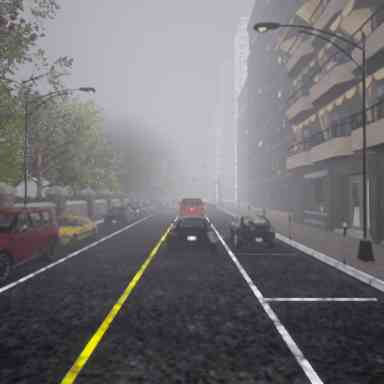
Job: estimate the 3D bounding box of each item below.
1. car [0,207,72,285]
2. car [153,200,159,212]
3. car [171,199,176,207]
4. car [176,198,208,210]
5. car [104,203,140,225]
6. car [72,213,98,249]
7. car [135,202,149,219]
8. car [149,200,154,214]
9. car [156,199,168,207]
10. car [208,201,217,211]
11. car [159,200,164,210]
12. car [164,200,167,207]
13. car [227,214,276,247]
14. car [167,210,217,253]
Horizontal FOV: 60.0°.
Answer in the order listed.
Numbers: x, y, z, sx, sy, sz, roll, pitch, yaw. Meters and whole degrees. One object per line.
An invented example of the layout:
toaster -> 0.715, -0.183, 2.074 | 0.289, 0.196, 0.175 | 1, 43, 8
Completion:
car -> -5.690, 1.410, 9.961 | 2.192, 1.841, 5.009 | 0, -1, 0
car -> -5.701, 1.942, 43.019 | 1.752, 1.417, 4.829 | 0, -1, 0
car -> -3.040, 2.171, 65.862 | 1.812, 1.442, 4.674 | 0, -1, 0
car -> -0.008, 1.495, 29.007 | 2.150, 2.045, 5.566 | 0, 0, 0
car -> -5.696, 1.821, 26.574 | 1.947, 1.339, 4.313 | 0, -1, 0
car -> -5.693, 1.672, 15.327 | 1.752, 1.417, 4.829 | 0, -1, 0
car -> -5.697, 1.749, 32.114 | 1.967, 1.590, 4.097 | 0, -1, 0
car -> -5.699, 1.945, 37.651 | 1.802, 1.307, 4.206 | 0, -1, 0
car -> -5.837, 2.187, 65.343 | 1.887, 1.381, 4.507 | 0, -1, 0
car -> 2.677, 2.024, 48.733 | 2.008, 1.369, 4.403 | 0, -1, 0
car -> -5.703, 1.914, 48.729 | 1.967, 1.590, 4.097 | 0, -1, 0
car -> -5.784, 2.136, 59.803 | 2.008, 1.369, 4.403 | 0, -1, 0
car -> 2.687, 1.698, 15.502 | 2.008, 1.369, 4.403 | 0, -1, 0
car -> 0.003, 1.701, 14.318 | 1.994, 1.385, 4.181 | 0, 0, 0
